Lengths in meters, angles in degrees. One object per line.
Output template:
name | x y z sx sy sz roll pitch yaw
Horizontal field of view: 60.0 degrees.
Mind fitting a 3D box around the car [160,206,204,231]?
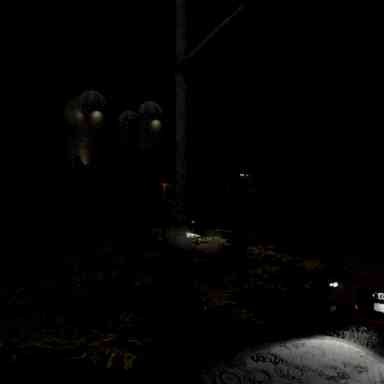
car | -1.087 1.564 20.891 1.994 1.385 4.181 0 0 -35

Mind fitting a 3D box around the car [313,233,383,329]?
car | 3.877 1.563 6.716 1.994 1.385 4.181 1 0 30
